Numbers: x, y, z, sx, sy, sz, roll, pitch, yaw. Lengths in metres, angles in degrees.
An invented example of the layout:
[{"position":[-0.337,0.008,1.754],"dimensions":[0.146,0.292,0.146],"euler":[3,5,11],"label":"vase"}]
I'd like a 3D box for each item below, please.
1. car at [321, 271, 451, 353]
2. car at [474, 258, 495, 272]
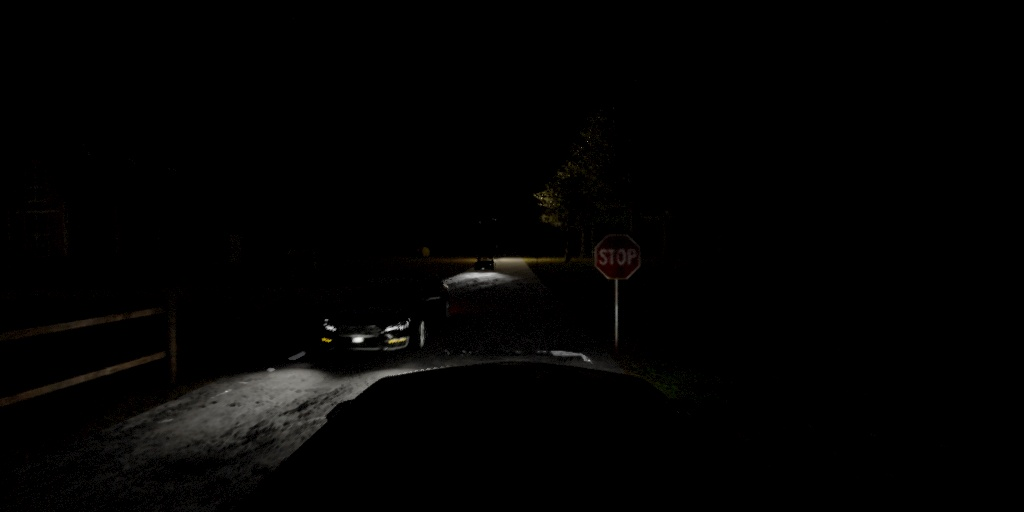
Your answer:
[{"position":[-2.720,1.169,8.780],"dimensions":[1.837,1.490,4.892],"euler":[0,1,0],"label":"car"},{"position":[-2.654,0.820,35.113],"dimensions":[1.895,1.301,4.718],"euler":[0,1,0],"label":"car"}]
